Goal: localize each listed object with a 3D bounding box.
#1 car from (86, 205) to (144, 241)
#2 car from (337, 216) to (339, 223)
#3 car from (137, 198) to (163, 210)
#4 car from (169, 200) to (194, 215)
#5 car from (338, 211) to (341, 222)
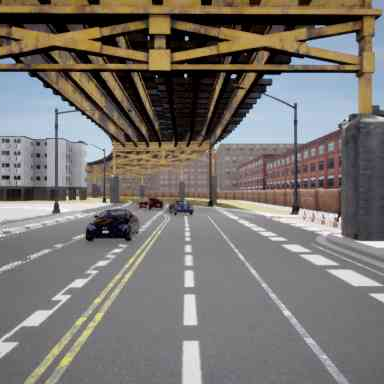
[{"bbox_3d":[-3.811,1.564,16.521,1.994,1.385,4.181,0,0,-1],"label":"car"},{"bbox_3d":[12.025,1.453,21.278,4.974,1.542,2.038,0,0,29],"label":"car"},{"bbox_3d":[-5.522,1.478,43.583,1.882,1.535,5.008,0,0,-32],"label":"car"},{"bbox_3d":[-1.169,1.547,33.822,2.033,1.411,5.357,0,0,-12],"label":"car"},{"bbox_3d":[12.070,1.295,21.253,4.536,1.218,1.853,0,0,29],"label":"car"}]
